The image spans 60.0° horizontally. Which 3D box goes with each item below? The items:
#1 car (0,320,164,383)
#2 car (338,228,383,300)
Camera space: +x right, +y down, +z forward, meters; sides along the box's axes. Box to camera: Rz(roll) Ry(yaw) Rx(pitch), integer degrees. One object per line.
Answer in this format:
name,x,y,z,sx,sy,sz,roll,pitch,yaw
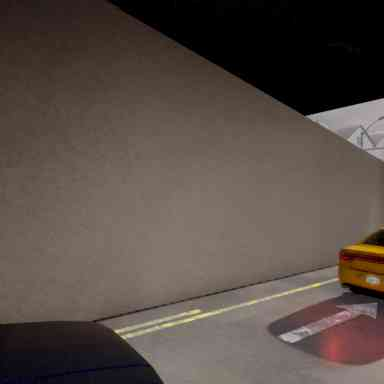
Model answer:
car,-2.732,1.547,1.835,5.357,1.411,2.033,0,0,-35
car,5.364,1.478,7.585,5.008,1.535,1.882,0,0,-35
